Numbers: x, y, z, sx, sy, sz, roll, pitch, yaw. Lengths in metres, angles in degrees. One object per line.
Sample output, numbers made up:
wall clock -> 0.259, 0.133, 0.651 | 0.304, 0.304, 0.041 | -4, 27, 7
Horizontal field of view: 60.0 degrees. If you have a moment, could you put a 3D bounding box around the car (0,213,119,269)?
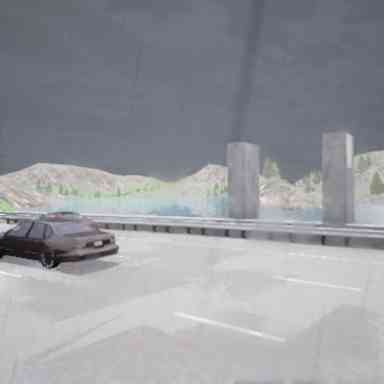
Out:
car -> -4.939, 1.612, 11.333 | 5.357, 1.411, 2.033 | -1, 0, 32

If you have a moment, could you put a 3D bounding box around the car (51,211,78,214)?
car -> -6.583, 1.653, 16.411 | 4.181, 1.385, 1.994 | -1, 0, 31
